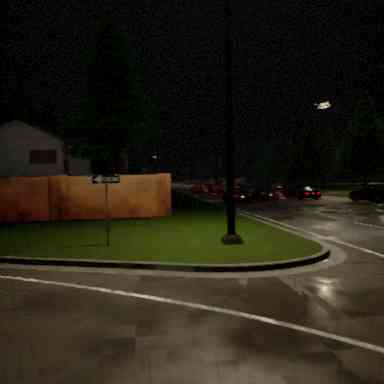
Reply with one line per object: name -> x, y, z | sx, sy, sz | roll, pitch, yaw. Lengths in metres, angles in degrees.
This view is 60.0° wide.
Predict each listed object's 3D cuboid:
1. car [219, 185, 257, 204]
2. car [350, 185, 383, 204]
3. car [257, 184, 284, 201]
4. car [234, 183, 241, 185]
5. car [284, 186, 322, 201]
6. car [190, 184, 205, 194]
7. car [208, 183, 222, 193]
car -> 4.193, 0.341, 31.260 | 1.994, 1.385, 4.181 | -2, 2, -8
car -> 15.249, 0.144, 27.822 | 2.128, 1.511, 4.902 | -2, 2, -8
car -> 7.343, 0.170, 34.084 | 1.994, 1.385, 4.181 | -2, 2, -8
car -> 7.580, -0.776, 58.423 | 2.128, 1.511, 4.902 | -2, 2, -8
car -> 10.957, 0.095, 33.458 | 2.033, 1.411, 5.357 | -2, 2, -8
car -> 0.893, -0.541, 55.654 | 1.882, 1.535, 5.008 | -2, 2, -8
car -> 4.125, -0.816, 57.837 | 2.097, 1.767, 4.553 | -2, 2, -8
